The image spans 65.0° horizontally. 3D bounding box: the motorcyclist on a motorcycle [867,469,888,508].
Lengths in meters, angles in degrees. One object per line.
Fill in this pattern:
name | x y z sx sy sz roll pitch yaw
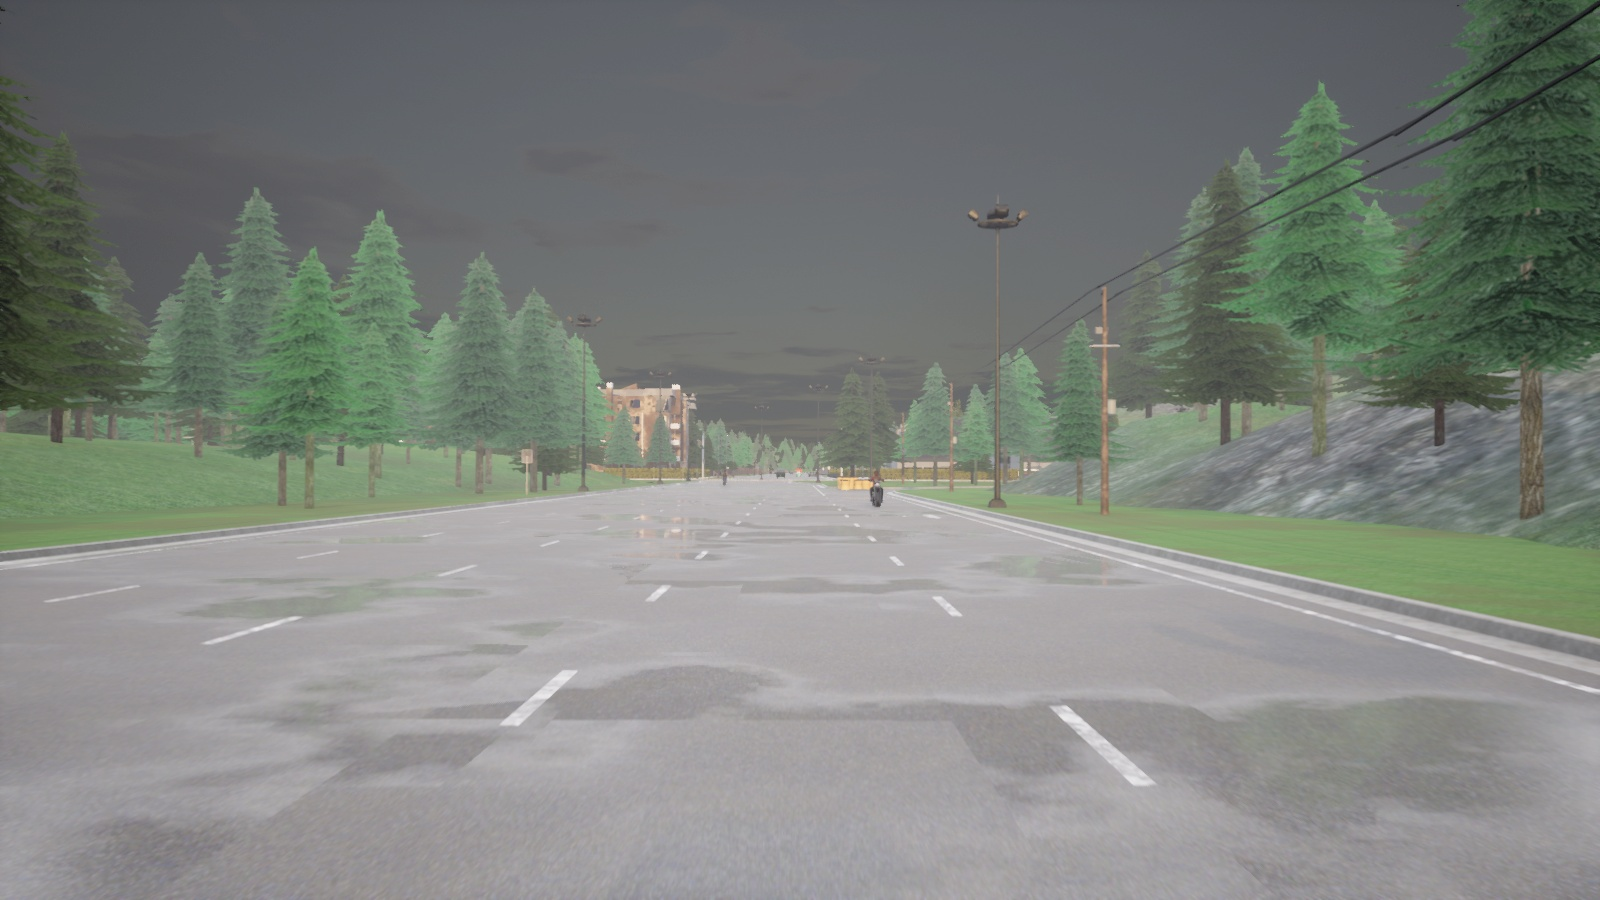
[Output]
motorcyclist on a motorcycle | 3.369 1.670 54.868 0.766 1.649 2.350 0 -1 0
